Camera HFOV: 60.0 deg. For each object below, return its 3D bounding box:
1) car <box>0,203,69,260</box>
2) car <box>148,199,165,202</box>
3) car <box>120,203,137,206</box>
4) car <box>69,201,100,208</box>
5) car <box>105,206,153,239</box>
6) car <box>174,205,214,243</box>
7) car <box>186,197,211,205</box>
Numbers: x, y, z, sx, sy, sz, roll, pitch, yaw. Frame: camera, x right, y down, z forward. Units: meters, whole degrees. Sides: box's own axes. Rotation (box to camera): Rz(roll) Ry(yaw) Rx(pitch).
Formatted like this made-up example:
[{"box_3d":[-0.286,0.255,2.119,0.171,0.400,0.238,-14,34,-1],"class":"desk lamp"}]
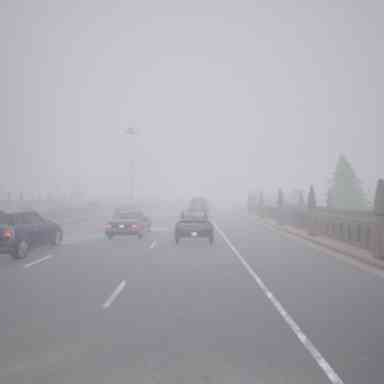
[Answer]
[{"box_3d":[-6.897,1.484,13.173,2.097,1.767,4.553,0,-1,0],"class":"car"},{"box_3d":[-8.312,2.315,77.242,2.033,1.411,5.357,-1,-1,28],"class":"car"},{"box_3d":[-6.516,1.885,34.245,2.033,1.411,5.357,0,-1,5],"class":"car"},{"box_3d":[-12.875,1.919,41.261,1.837,1.490,4.892,0,-1,9],"class":"car"},{"box_3d":[-3.396,1.734,18.581,2.033,1.411,5.357,0,-1,0],"class":"car"},{"box_3d":[0.104,1.662,17.040,2.128,1.511,4.902,0,-1,0],"class":"car"},{"box_3d":[0.973,1.587,38.234,2.150,2.045,5.566,0,0,7],"class":"car"}]
